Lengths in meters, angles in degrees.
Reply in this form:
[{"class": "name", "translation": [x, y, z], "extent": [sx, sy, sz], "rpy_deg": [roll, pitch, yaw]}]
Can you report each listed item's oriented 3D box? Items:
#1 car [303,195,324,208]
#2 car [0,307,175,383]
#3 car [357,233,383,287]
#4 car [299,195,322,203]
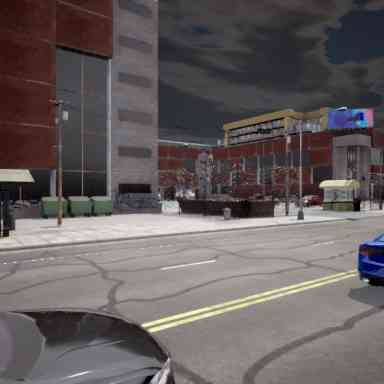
[{"class": "car", "translation": [16.677, 1.254, 47.155], "extent": [4.553, 1.767, 2.185], "rpy_deg": [0, 0, -36]}, {"class": "car", "translation": [-2.363, 1.491, 2.061], "extent": [4.902, 1.511, 2.128], "rpy_deg": [0, 0, -36]}, {"class": "car", "translation": [6.057, 1.478, 8.134], "extent": [5.008, 1.535, 1.882], "rpy_deg": [0, 0, -35]}, {"class": "car", "translation": [23.565, 1.420, 66.224], "extent": [4.674, 1.452, 2.002], "rpy_deg": [0, 0, -36]}]
